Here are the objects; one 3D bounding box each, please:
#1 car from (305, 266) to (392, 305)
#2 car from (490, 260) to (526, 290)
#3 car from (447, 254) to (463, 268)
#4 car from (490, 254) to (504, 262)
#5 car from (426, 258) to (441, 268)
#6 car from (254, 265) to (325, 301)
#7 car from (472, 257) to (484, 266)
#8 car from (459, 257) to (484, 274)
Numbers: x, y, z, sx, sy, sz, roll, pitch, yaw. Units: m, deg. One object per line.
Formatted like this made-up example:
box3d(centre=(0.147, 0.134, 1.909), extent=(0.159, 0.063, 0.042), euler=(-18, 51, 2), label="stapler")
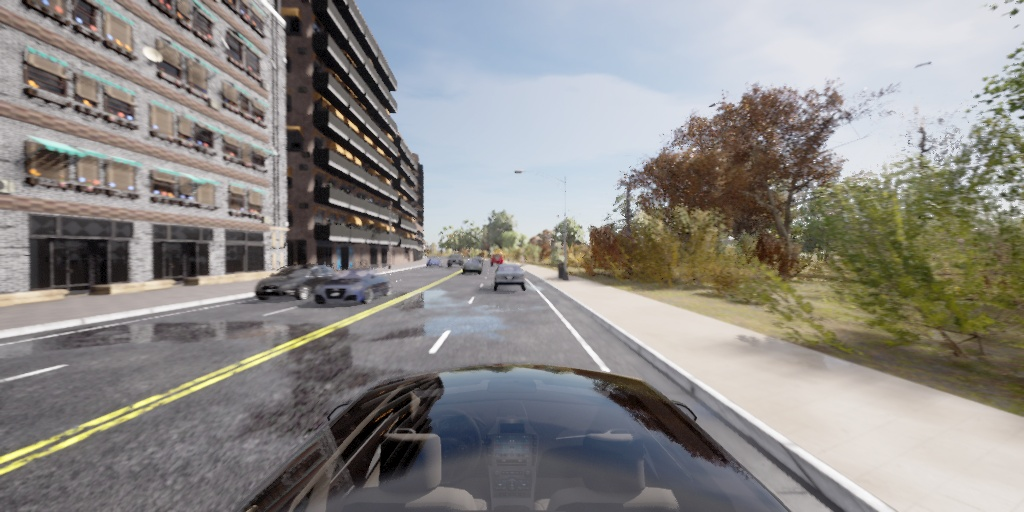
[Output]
box3d(centre=(-6.723, 1.253, 15.571), extent=(1.994, 1.385, 4.181), euler=(0, 0, -1), label="car")
box3d(centre=(-0.187, 1.186, 21.596), extent=(2.033, 1.411, 5.357), euler=(0, 0, -2), label="car")
box3d(centre=(-8.607, 0.684, 54.800), extent=(2.150, 2.045, 5.566), euler=(0, 0, -4), label="car")
box3d(centre=(-2.629, 0.620, 62.290), extent=(2.150, 2.045, 5.566), euler=(0, 0, -5), label="car")
box3d(centre=(-11.852, 0.999, 54.545), extent=(1.812, 1.442, 4.674), euler=(0, 0, -4), label="car")
box3d(centre=(-9.996, 1.194, 17.129), extent=(1.837, 1.490, 4.892), euler=(0, 0, -1), label="car")
box3d(centre=(-5.851, 0.914, 61.843), extent=(1.837, 1.490, 4.892), euler=(0, 0, -5), label="car")
box3d(centre=(-4.095, 1.122, 37.540), extent=(1.994, 1.385, 4.181), euler=(0, 0, -3), label="car")
